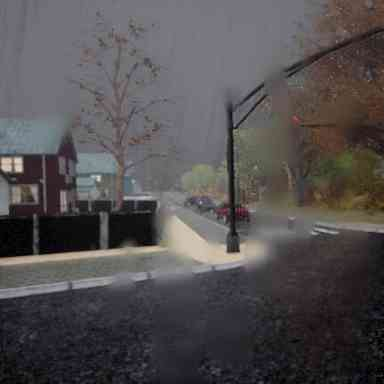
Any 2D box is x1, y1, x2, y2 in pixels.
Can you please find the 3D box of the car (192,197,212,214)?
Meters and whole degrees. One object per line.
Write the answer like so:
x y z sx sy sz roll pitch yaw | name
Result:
1.696 1.619 37.322 2.033 1.411 5.357 -2 0 -8 | car

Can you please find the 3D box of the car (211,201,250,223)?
3.143 1.544 26.420 1.882 1.535 5.008 -2 0 -7 | car

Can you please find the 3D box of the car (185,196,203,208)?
-0.043 1.579 50.501 1.837 1.490 4.892 -2 2 -7 | car

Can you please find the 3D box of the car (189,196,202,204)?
0.682 1.514 66.480 1.837 1.490 4.892 -2 0 -8 | car

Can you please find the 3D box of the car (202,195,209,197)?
2.000 1.352 56.533 2.097 1.767 4.553 -2 0 -8 | car
